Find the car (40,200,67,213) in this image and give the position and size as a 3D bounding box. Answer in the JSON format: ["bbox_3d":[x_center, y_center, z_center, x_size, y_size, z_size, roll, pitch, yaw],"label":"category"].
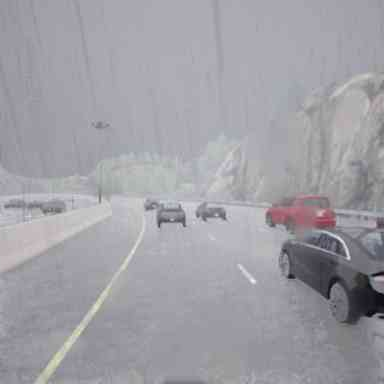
[{"bbox_3d":[-14.418,1.532,35.122,1.837,1.490,4.892,0,0,-12],"label":"car"}]

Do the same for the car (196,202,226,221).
[{"bbox_3d":[1.484,1.515,26.774,1.812,1.442,4.674,0,0,-8],"label":"car"}]

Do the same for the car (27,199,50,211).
[{"bbox_3d":[-19.978,1.637,43.478,1.895,1.301,4.718,0,0,-15],"label":"car"}]

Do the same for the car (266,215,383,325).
[{"bbox_3d":[3.348,1.482,7.107,2.128,1.511,4.902,0,0,-2],"label":"car"}]

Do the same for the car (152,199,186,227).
[{"bbox_3d":[-1.492,1.489,22.694,2.128,1.511,4.902,0,0,-7],"label":"car"}]

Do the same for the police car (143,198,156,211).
[{"bbox_3d":[-5.035,1.504,42.038,2.038,1.542,4.974,0,0,-13],"label":"police car"}]

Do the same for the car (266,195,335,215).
[{"bbox_3d":[6.017,1.202,19.005,2.150,2.045,5.566,0,0,-5],"label":"car"}]
